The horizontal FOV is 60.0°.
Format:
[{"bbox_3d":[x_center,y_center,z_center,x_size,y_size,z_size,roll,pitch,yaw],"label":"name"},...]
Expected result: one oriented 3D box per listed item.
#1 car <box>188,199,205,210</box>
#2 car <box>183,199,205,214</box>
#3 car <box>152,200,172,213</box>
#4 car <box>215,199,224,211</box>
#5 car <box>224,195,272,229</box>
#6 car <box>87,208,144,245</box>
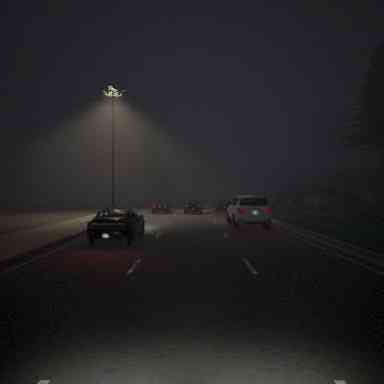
[{"bbox_3d":[0.647,1.615,44.540,1.895,1.301,4.718,0,0,6],"label":"car"},{"bbox_3d":[0.146,1.537,35.385,1.812,1.442,4.674,0,0,1],"label":"car"},{"bbox_3d":[-3.327,1.559,37.532,2.033,1.411,5.357,0,0,1],"label":"car"},{"bbox_3d":[3.792,1.538,39.963,1.812,1.442,4.674,0,0,2],"label":"car"},{"bbox_3d":[3.604,1.228,21.632,2.150,2.045,5.566,0,0,0],"label":"car"},{"bbox_3d":[-3.398,1.496,15.527,2.128,1.511,4.902,0,0,0],"label":"car"}]
